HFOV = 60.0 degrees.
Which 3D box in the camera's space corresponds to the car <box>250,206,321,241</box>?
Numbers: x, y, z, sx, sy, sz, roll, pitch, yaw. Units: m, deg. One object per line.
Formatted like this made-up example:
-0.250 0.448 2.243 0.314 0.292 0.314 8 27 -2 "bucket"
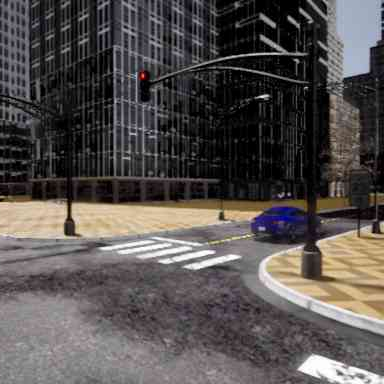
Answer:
4.607 1.421 16.106 1.812 1.442 4.674 1 1 43 "car"
